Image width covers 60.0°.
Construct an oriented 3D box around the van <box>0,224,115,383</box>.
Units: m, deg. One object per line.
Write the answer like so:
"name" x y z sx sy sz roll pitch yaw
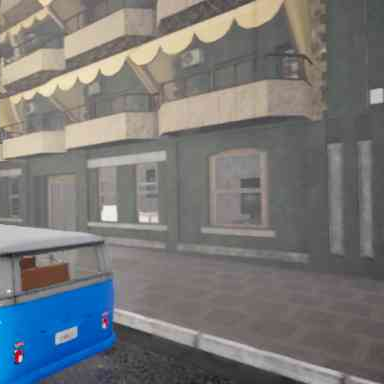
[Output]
"van" -2.913 1.389 4.811 3.998 1.788 1.690 -1 -1 35
